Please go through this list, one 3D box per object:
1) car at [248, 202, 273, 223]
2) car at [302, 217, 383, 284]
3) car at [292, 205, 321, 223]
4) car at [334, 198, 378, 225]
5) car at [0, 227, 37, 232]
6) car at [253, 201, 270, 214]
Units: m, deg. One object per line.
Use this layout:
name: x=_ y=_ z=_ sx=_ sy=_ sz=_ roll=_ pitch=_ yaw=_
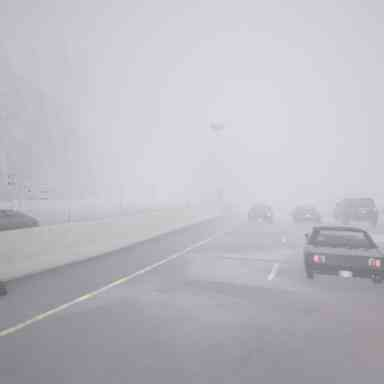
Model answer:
car: x=5.629 y=1.745 z=26.930 sx=1.895 sy=1.301 sz=4.718 roll=1 pitch=0 yaw=14
car: x=4.399 y=1.684 z=10.041 sx=1.895 sy=1.301 sz=4.718 roll=1 pitch=0 yaw=19
car: x=9.221 y=1.757 z=26.954 sx=1.994 sy=1.385 sz=4.181 roll=1 pitch=0 yaw=13
car: x=12.559 y=1.457 z=25.717 sx=2.150 sy=2.045 sz=5.566 roll=1 pitch=0 yaw=14
car: x=-8.938 y=1.476 z=14.970 sx=1.994 sy=1.385 sz=4.181 roll=1 pitch=0 yaw=18
car: x=8.239 y=1.814 z=39.725 sx=1.895 sy=1.301 sz=4.718 roll=1 pitch=0 yaw=10
